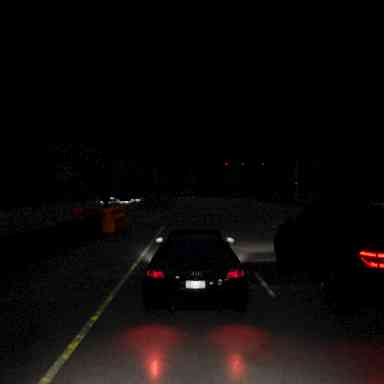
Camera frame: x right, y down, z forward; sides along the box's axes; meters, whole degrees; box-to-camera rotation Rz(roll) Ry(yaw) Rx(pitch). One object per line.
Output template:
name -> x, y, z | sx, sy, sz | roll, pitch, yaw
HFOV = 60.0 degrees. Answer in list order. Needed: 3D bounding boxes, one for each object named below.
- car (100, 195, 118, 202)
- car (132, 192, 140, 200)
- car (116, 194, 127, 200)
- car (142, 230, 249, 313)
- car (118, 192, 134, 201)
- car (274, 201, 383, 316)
car -> -17.840, 1.273, 70.227 | 2.033, 1.411, 5.357 | 0, 0, 0
car -> -14.653, 1.252, 85.921 | 1.895, 1.301, 4.718 | 0, 0, -3
car -> -18.158, 1.198, 85.774 | 2.033, 1.411, 5.357 | 0, 0, -3
car -> 0.069, 1.560, 7.723 | 1.994, 1.385, 4.181 | 0, 0, 0
car -> -14.345, 1.281, 71.135 | 1.994, 1.385, 4.181 | 0, 0, 0
car -> 3.591, 1.218, 7.652 | 2.150, 2.045, 5.566 | 0, 0, -2
